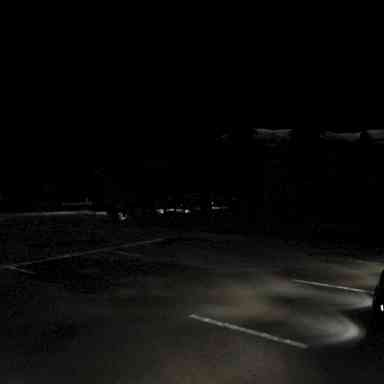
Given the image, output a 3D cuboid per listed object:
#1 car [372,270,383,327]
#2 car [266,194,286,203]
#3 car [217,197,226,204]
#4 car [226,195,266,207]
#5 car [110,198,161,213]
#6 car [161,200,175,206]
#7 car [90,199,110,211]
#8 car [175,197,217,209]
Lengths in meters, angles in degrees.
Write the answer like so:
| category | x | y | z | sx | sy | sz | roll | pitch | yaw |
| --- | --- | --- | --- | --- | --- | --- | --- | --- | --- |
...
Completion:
| category | x | y | z | sx | sy | sz | roll | pitch | yaw |
| --- | --- | --- | --- | --- | --- | --- | --- | --- | --- |
| car | 5.100 | 1.352 | 4.608 | 4.553 | 1.767 | 2.097 | 0 | 0 | 36 |
| car | 12.981 | 1.278 | 55.997 | 4.553 | 1.767 | 2.097 | 0 | 0 | -28 |
| car | 4.615 | 1.458 | 50.789 | 5.357 | 1.411 | 2.033 | 0 | 0 | -37 |
| car | 7.948 | 1.419 | 48.737 | 4.902 | 1.511 | 2.128 | 0 | 0 | -35 |
| car | -6.080 | 1.414 | 36.510 | 1.837 | 1.490 | 4.892 | 0 | 0 | 43 |
| car | -2.785 | 1.425 | 44.691 | 4.674 | 1.442 | 1.812 | 0 | 0 | -42 |
| car | -9.239 | 1.494 | 38.316 | 1.895 | 1.301 | 4.718 | 0 | 0 | 43 |
| car | 0.567 | 1.421 | 43.002 | 4.892 | 1.490 | 1.837 | 0 | 0 | -41 |
